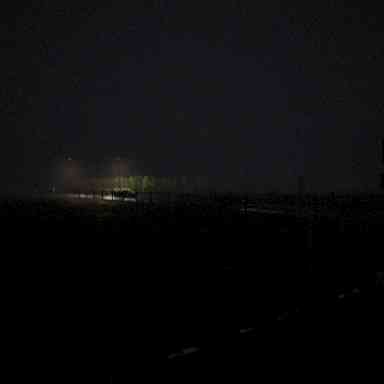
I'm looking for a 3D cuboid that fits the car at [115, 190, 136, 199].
[{"bbox_3d":[-10.350,0.342,52.079,1.895,1.301,4.718,-1,2,-35],"label":"car"}]

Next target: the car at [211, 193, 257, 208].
[{"bbox_3d":[3.975,0.786,31.935,1.895,1.301,4.718,-1,2,-35],"label":"car"}]
